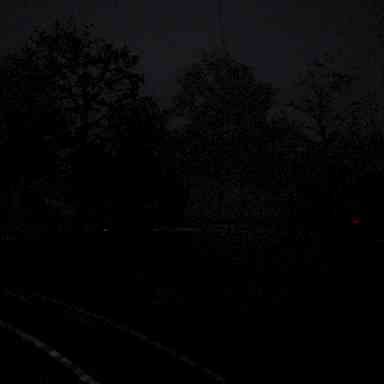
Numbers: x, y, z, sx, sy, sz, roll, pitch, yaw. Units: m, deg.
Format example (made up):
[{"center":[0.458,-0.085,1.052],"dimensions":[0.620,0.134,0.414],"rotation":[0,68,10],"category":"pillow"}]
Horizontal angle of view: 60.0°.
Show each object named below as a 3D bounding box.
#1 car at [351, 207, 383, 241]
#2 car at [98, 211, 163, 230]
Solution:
[{"center":[12.517,1.945,19.729],"dimensions":[5.566,2.045,2.150],"rotation":[-1,-3,33],"category":"car"},{"center":[-4.822,2.238,26.358],"dimensions":[5.008,1.535,1.882],"rotation":[1,-3,-13],"category":"car"}]
